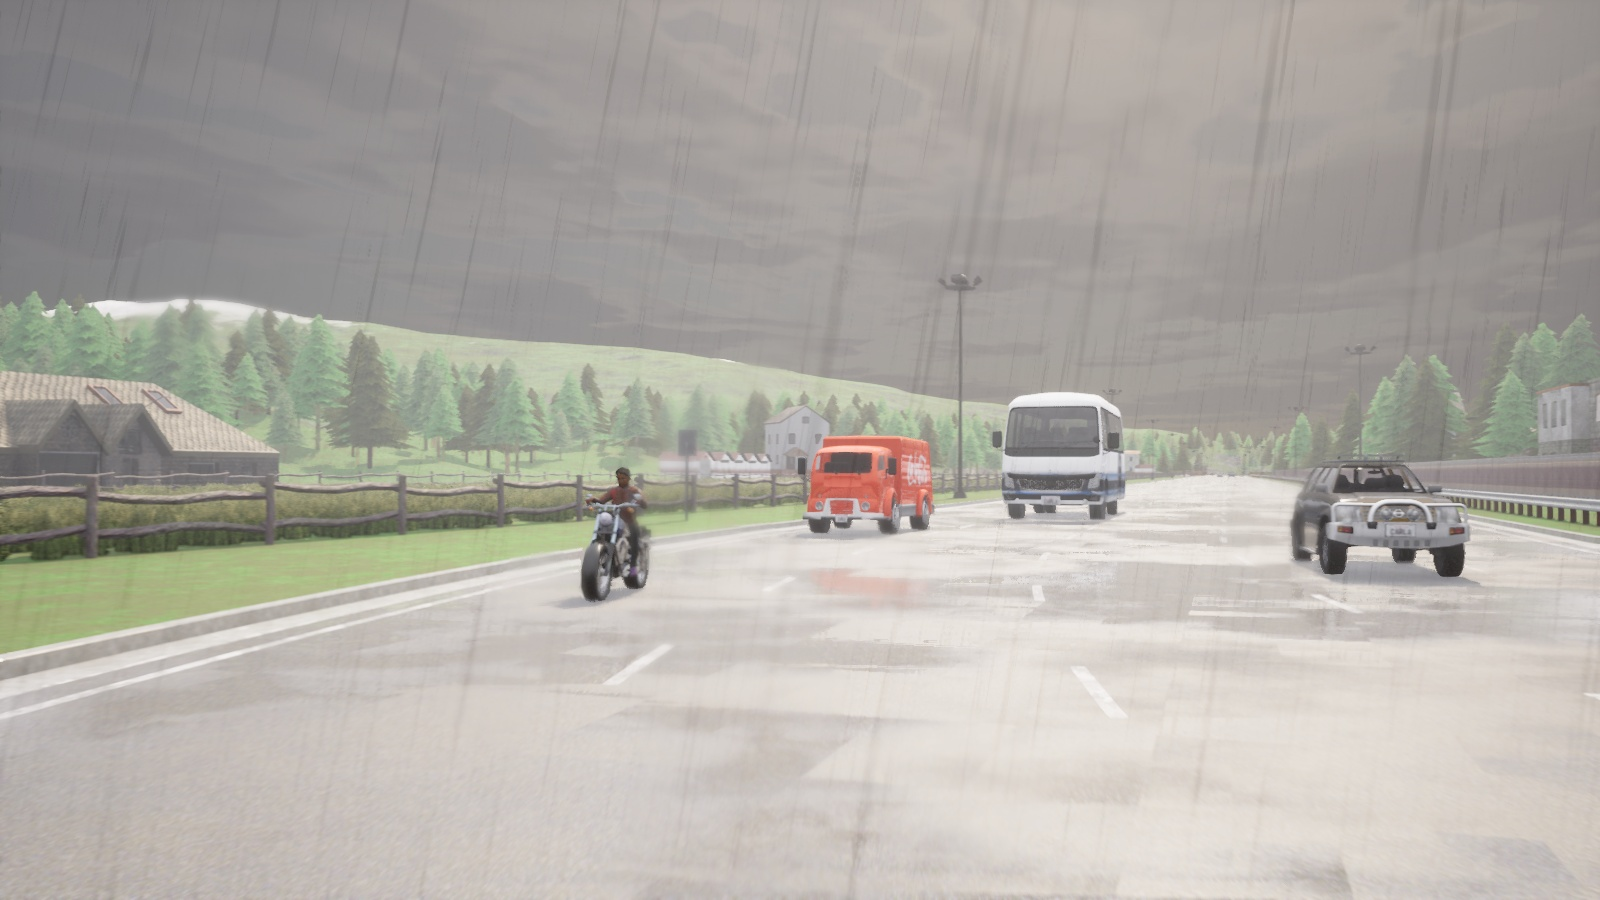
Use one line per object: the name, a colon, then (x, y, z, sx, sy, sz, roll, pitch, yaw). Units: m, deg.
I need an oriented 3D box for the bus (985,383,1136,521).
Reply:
bus: (9.418, 0.145, 44.246, 3.944, 4.253, 10.273, -1, -1, 19)

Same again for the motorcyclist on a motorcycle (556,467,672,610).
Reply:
motorcyclist on a motorcycle: (-2.278, 1.036, 15.698, 0.766, 1.649, 2.350, 0, -1, 9)

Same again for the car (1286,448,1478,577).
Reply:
car: (9.315, 0.941, 20.499, 1.932, 1.855, 4.605, -1, -1, 13)

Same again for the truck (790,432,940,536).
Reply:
truck: (1.804, 0.874, 32.583, 2.627, 2.467, 5.204, -1, -2, 18)
